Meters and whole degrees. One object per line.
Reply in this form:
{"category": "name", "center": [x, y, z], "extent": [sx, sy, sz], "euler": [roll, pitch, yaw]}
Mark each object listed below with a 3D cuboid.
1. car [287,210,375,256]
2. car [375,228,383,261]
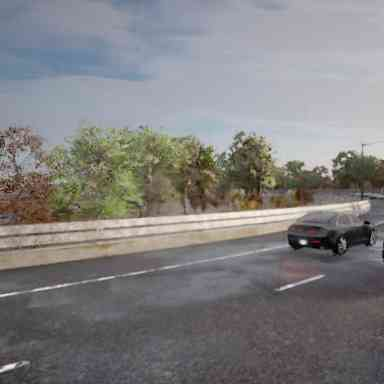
{"category": "car", "center": [5.679, 1.497, 13.249], "extent": [4.892, 1.490, 1.837], "euler": [0, 0, -42]}
{"category": "car", "center": [7.830, 1.329, 10.490], "extent": [4.553, 1.767, 2.097], "euler": [0, 0, -42]}
